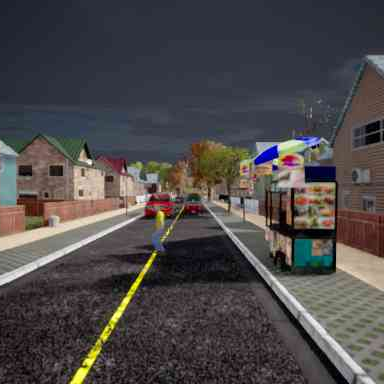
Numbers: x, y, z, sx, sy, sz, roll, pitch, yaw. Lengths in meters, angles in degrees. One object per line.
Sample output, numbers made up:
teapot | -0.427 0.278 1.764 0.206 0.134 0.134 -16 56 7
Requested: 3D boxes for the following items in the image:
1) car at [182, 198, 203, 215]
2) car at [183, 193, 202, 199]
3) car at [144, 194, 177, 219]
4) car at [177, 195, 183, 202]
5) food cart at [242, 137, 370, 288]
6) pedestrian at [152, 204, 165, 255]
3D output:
car | 0.175 1.583 34.155 1.895 1.301 4.718 0 0 0
car | 0.198 1.195 45.730 2.150 2.045 5.566 0 0 0
car | -2.777 1.208 28.988 2.150 2.045 5.566 0 0 0
car | -2.580 1.475 70.112 2.128 1.511 4.902 0 0 0
food cart | 3.054 0.462 10.193 2.280 3.560 4.660 1 1 0
pedestrian | -1.129 1.291 11.644 0.375 1.860 0.375 -1 1 -3
